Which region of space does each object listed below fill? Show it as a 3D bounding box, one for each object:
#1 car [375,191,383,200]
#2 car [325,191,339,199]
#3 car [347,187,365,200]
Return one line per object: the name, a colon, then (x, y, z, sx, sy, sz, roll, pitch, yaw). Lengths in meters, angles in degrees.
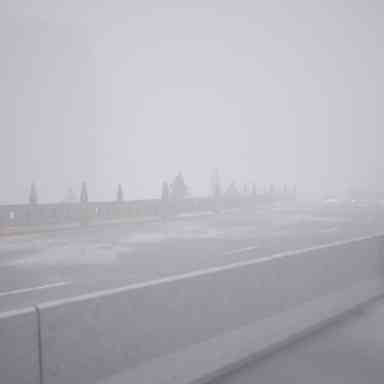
car: (30.233, 0.599, 52.279, 1.994, 1.385, 4.181, -1, 1, 19)
car: (25.429, 0.546, 60.590, 2.128, 1.511, 4.902, -1, 1, 15)
car: (28.219, 0.243, 57.491, 2.150, 2.045, 5.566, -1, 1, 16)
